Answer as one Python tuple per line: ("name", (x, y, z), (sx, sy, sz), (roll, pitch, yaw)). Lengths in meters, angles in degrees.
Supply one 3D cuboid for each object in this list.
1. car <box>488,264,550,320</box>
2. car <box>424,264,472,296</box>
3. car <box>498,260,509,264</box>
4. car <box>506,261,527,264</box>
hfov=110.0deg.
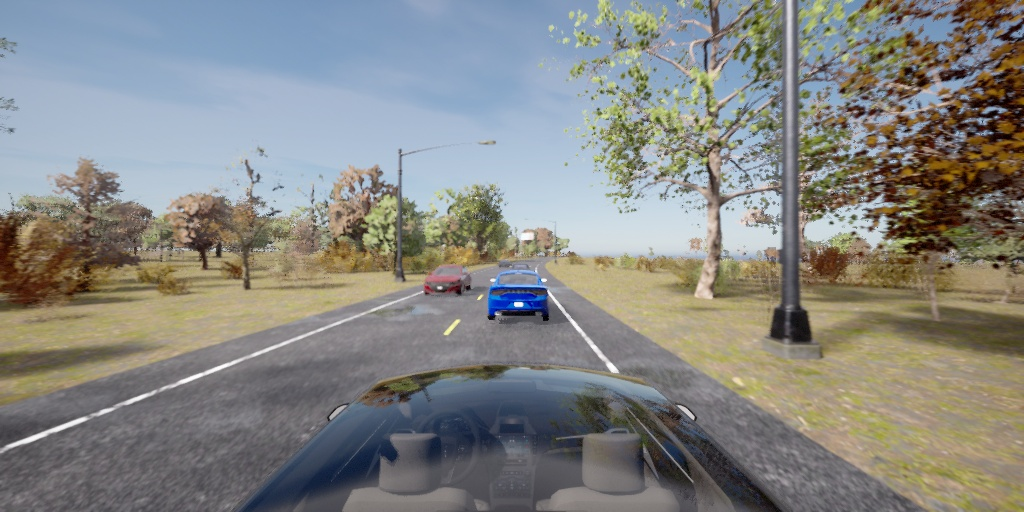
("car", (0.231, 1.227, 12.680), (1.882, 1.535, 5.008), (0, 0, 1))
("car", (-3.322, 1.226, 19.341), (1.882, 1.535, 5.008), (0, 0, 2))
("car", (-1.176, 1.311, 60.351), (1.994, 1.385, 4.181), (0, 0, 5))
("car", (0.755, 1.313, 30.859), (1.994, 1.385, 4.181), (0, 0, 2))
